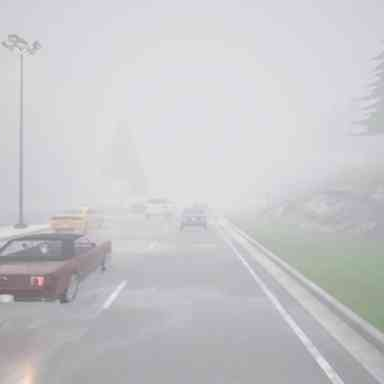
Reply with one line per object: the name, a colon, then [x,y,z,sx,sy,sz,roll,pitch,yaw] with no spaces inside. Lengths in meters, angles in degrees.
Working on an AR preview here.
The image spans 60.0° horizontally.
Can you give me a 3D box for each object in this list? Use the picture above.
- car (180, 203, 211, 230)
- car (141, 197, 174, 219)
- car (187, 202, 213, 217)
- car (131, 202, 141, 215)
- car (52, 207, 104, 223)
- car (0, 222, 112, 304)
car: [0.118,1.759,23.033,2.033,1.411,5.357,0,-1,0]
car: [-3.103,1.521,32.659,2.150,2.045,5.566,0,-1,3]
car: [0.977,1.890,37.295,2.033,1.411,5.357,0,-1,10]
car: [-5.555,1.840,39.510,1.882,1.535,5.008,0,-1,12]
car: [-6.891,1.667,20.516,1.882,1.535,5.008,0,-1,0]
car: [-3.397,1.678,8.305,1.895,1.301,4.718,0,-1,0]
